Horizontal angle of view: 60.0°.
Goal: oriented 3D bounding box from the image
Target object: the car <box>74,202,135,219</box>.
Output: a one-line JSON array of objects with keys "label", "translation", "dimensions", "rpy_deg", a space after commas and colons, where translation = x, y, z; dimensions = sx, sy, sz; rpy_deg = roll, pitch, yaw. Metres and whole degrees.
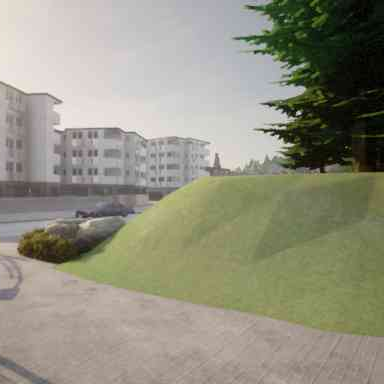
[{"label": "car", "translation": [-7.370, 1.544, 28.734], "dimensions": [2.033, 1.411, 5.357], "rpy_deg": [0, 0, 36]}]
